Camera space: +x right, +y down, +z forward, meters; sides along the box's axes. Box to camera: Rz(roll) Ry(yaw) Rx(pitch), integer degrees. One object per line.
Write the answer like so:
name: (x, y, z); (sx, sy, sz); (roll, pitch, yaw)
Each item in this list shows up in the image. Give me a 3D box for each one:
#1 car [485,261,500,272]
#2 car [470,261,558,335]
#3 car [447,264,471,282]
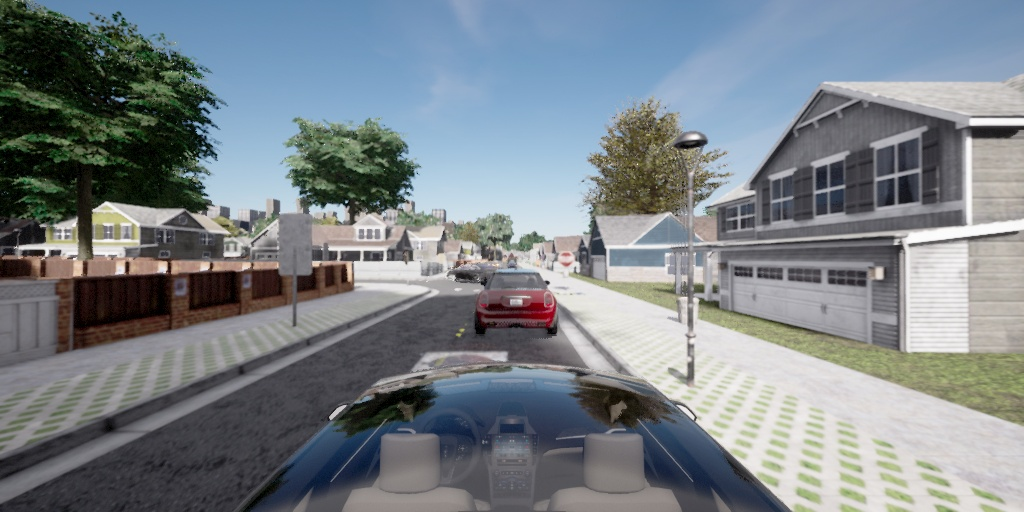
car: (-2.820, 1.530, 52.844); (1.882, 1.535, 5.008); (0, -1, 0)
car: (0.104, 1.145, 10.774); (2.097, 1.767, 4.553); (0, 0, 0)
car: (-3.039, 1.364, 28.094); (4.902, 1.511, 2.128); (1, -1, 40)
